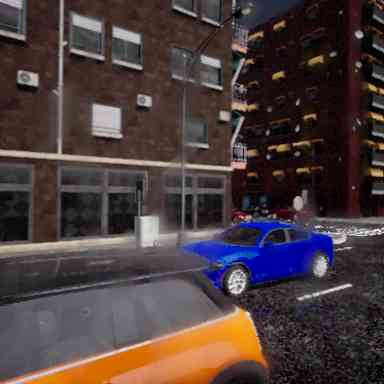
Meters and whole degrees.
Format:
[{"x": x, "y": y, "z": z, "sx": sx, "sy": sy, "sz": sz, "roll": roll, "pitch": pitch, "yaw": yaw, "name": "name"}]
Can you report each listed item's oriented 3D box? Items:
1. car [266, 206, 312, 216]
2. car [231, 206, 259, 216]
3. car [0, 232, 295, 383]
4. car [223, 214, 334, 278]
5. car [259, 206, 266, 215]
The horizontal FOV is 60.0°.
[{"x": 10.412, "y": 2.188, "z": 35.048, "sx": 1.887, "sy": 1.381, "sz": 4.507, "roll": 0, "pitch": -1, "yaw": -36, "name": "car"}, {"x": 3.644, "y": 2.118, "z": 30.163, "sx": 1.802, "sy": 1.307, "sz": 4.206, "roll": 0, "pitch": -1, "yaw": -36, "name": "car"}, {"x": -1.546, "y": 1.353, "z": 2.582, "sx": 4.553, "sy": 1.767, "sz": 2.097, "roll": 1, "pitch": 0, "yaw": -35, "name": "car"}, {"x": 1.777, "y": 1.560, "z": 8.944, "sx": 5.008, "sy": 1.535, "sz": 1.882, "roll": 1, "pitch": -1, "yaw": -36, "name": "car"}, {"x": 7.297, "y": 2.280, "z": 39.361, "sx": 1.947, "sy": 1.339, "sz": 4.313, "roll": 0, "pitch": -1, "yaw": -36, "name": "car"}]
